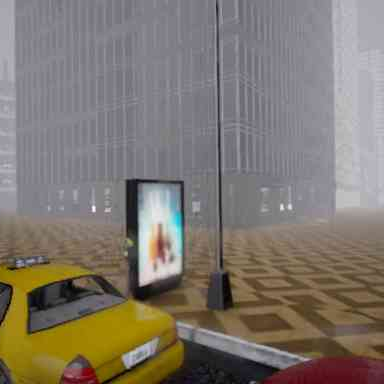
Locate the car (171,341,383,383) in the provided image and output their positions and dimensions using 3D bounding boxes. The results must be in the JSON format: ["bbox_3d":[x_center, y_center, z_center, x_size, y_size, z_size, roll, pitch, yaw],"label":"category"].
[{"bbox_3d":[2.280,1.536,1.256,4.507,1.381,1.887,0,-1,36],"label":"car"}]

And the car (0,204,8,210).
[{"bbox_3d":[-33.571,2.401,55.800,1.752,1.417,4.829,-2,-2,35],"label":"car"}]

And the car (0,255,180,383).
[{"bbox_3d":[-2.382,1.556,4.586,4.829,1.417,1.752,0,-1,36],"label":"car"}]
